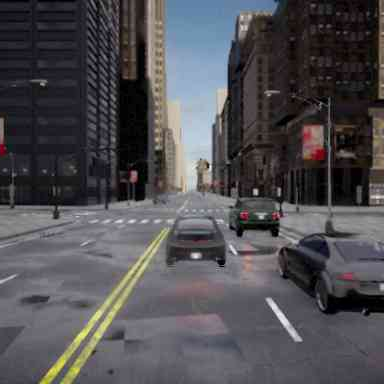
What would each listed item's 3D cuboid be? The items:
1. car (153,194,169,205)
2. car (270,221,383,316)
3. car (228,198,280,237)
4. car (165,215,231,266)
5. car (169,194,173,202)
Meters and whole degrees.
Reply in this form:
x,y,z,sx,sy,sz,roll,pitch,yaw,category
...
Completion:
x,y,z,sx,sy,sz,roll,pitch,yaw,category
-6.409,1.505,65.979,2.150,2.045,5.566,0,0,0,car
3.359,1.605,7.650,1.994,1.385,4.181,0,-1,0,car
3.377,1.324,18.864,2.150,2.045,5.566,0,0,0,car
0.116,1.569,11.777,1.837,1.490,4.892,0,-1,0,car
-6.376,1.817,81.515,1.837,1.490,4.892,0,0,0,car
